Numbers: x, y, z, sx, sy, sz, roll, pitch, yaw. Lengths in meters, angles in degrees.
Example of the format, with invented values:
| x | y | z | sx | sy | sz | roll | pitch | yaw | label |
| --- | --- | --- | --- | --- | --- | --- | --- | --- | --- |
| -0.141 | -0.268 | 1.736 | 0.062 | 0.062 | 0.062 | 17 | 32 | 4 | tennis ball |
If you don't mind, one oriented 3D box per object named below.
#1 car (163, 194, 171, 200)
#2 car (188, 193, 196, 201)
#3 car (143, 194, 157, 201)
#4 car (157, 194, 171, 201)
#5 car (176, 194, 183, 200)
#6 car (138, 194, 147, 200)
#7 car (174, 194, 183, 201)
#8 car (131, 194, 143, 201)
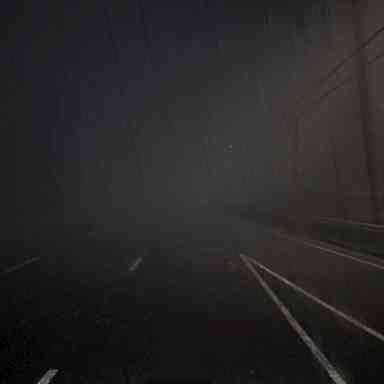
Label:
| x | y | z | sx | sy | sz | roll | pitch | yaw | label |
| --- | --- | --- | --- | --- | --- | --- | --- | --- | --- |
| -6.978 | 1.372 | 93.851 | 2.033 | 1.411 | 5.357 | 0 | 0 | 0 | car |
| 0.020 | 1.545 | 83.846 | 1.994 | 1.385 | 4.181 | 0 | 0 | 0 | car |
| -10.480 | 1.492 | 83.432 | 1.837 | 1.490 | 4.892 | 0 | 0 | 0 | car |
| -6.980 | 1.588 | 83.878 | 1.895 | 1.301 | 4.718 | 0 | 0 | 0 | car |
| -3.478 | 1.385 | 93.850 | 1.994 | 1.385 | 4.181 | 0 | 0 | 0 | car |
| -13.978 | 1.332 | 93.853 | 1.837 | 1.490 | 4.892 | 0 | 0 | 0 | car |
| -3.480 | 1.517 | 83.430 | 2.128 | 1.511 | 4.902 | 0 | 0 | 0 | car |
| -13.980 | 1.517 | 83.849 | 1.812 | 1.442 | 4.674 | 0 | 0 | 0 | car |
